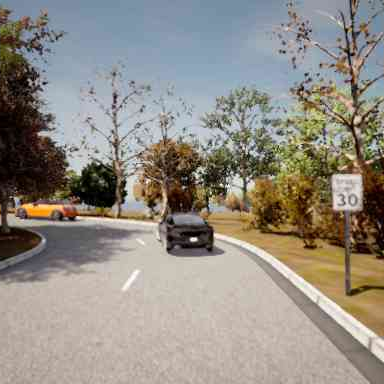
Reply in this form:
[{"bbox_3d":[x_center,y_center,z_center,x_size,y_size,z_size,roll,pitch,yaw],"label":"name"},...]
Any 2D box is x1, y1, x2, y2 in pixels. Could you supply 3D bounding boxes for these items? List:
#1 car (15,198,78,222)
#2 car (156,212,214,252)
[{"bbox_3d":[-11.306,1.263,25.899,4.553,1.767,2.097,2,-1,13],"label":"car"},{"bbox_3d":[-0.435,1.626,14.739,1.882,1.535,5.008,0,0,-12],"label":"car"}]
